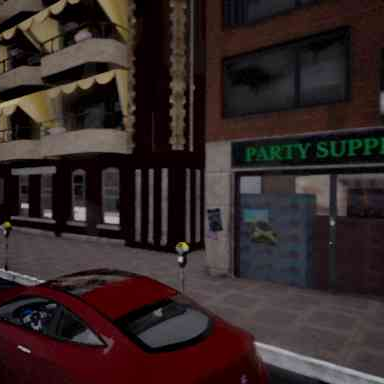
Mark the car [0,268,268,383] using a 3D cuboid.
[{"bbox_3d":[-1.253,1.565,3.770,4.206,1.307,1.802,0,0,36],"label":"car"}]
